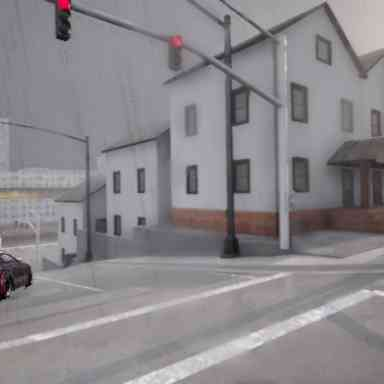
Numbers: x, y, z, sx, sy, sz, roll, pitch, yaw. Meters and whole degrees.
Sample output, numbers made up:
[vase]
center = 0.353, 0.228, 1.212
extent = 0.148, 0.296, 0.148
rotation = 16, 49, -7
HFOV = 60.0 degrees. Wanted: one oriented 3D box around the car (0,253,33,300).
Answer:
[car]
center = -6.707, 2.733, 10.996
extent = 1.994, 1.385, 4.181
rotation = -4, -7, -15
